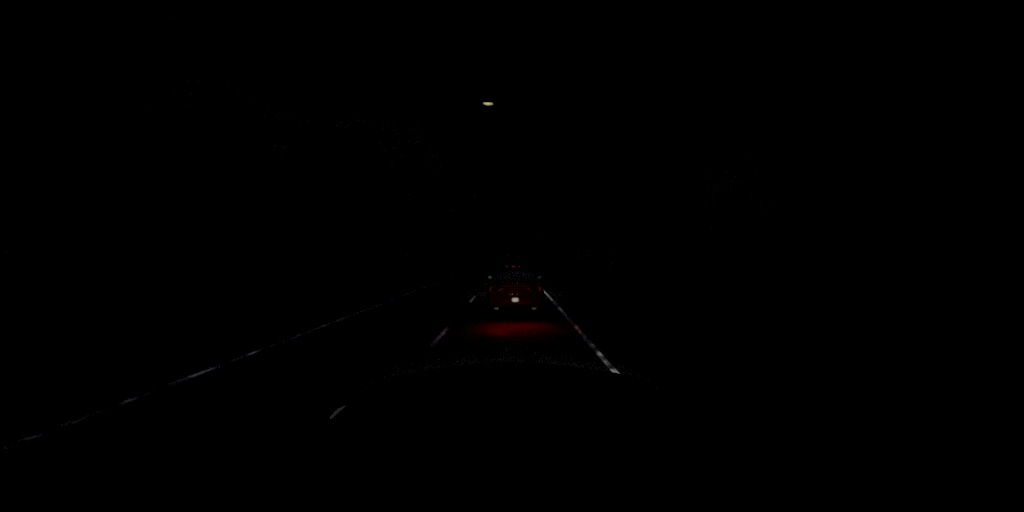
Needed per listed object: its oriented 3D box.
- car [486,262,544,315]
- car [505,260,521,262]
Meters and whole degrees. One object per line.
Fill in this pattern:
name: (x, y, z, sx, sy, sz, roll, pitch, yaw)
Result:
car: (0.101, 1.162, 13.334, 1.882, 1.535, 5.008, 0, 0, 0)
car: (0.104, 1.073, 31.893, 2.128, 1.511, 4.902, 0, 0, 0)
